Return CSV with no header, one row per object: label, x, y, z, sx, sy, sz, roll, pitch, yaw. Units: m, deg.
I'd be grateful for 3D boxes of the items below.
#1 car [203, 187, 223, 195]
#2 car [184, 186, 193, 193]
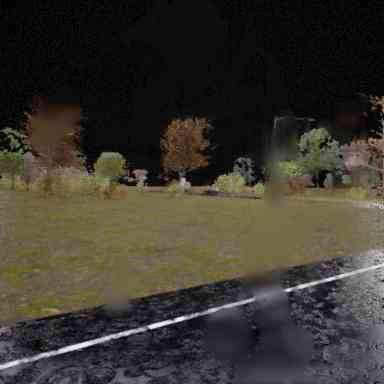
car,4.049,-0.242,63.558,1.812,1.442,4.674,0,2,-36
car,-1.541,-0.655,71.351,1.812,1.442,4.674,0,2,-36
